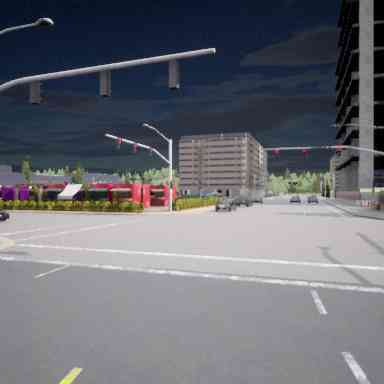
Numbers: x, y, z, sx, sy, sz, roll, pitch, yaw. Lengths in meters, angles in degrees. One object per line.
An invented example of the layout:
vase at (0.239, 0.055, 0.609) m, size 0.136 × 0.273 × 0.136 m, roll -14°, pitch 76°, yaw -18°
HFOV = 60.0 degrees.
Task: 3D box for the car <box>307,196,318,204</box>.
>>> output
car at (24.731, 1.623, 67.803) m, size 2.033 × 1.411 × 5.357 m, roll 0°, pitch 0°, yaw 19°

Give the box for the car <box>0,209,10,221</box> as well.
car at (-16.476, 1.646, 26.077) m, size 4.181 × 1.385 × 1.994 m, roll 0°, pitch 0°, yaw 19°

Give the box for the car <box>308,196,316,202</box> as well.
car at (28.021, 1.617, 77.659) m, size 1.812 × 1.442 × 4.674 m, roll 0°, pitch 0°, yaw 19°

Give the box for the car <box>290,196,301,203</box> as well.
car at (21.521, 1.637, 69.238) m, size 1.994 × 1.385 × 4.181 m, roll 0°, pitch 0°, yaw 19°

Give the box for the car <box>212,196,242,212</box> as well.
car at (4.118, 1.537, 39.758) m, size 2.128 × 1.511 × 4.902 m, roll 0°, pitch 0°, yaw 19°

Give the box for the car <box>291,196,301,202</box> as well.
car at (24.598, 1.633, 78.462) m, size 2.033 × 1.411 × 5.357 m, roll 0°, pitch 0°, yaw 19°

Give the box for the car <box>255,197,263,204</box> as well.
car at (12.931, 1.641, 65.788) m, size 1.994 × 1.385 × 4.181 m, roll 0°, pitch 0°, yaw 19°

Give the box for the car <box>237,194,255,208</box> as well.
car at (7.801, 1.282, 50.726) m, size 2.150 × 2.045 × 5.566 m, roll 0°, pitch 0°, yaw 18°
